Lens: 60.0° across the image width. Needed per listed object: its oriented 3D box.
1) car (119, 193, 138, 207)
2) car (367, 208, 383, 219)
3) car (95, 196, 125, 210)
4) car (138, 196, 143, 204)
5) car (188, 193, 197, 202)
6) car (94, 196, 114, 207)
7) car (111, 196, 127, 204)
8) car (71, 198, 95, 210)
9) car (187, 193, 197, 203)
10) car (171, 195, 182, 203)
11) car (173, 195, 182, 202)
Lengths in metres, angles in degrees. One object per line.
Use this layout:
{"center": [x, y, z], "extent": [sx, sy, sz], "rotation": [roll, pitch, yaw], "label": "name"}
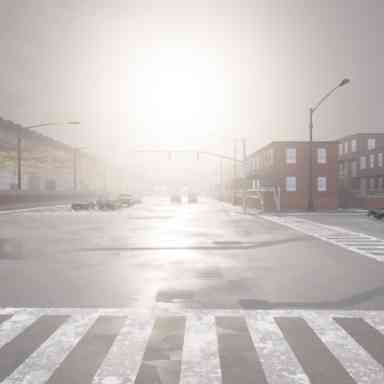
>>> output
{"center": [-10.541, 1.221, 52.825], "extent": [2.150, 2.045, 5.566], "rotation": [0, 0, 0], "label": "car"}
{"center": [17.061, 1.547, 26.642], "extent": [5.357, 1.411, 2.033], "rotation": [0, 0, 0], "label": "car"}
{"center": [-10.569, 1.601, 43.200], "extent": [1.895, 1.301, 4.718], "rotation": [0, 0, 3], "label": "car"}
{"center": [-10.496, 1.526, 62.620], "extent": [1.812, 1.442, 4.674], "rotation": [0, 0, 0], "label": "car"}
{"center": [0.078, 1.225, 80.265], "extent": [2.150, 2.045, 5.566], "rotation": [0, 0, 0], "label": "car"}
{"center": [-14.039, 1.478, 53.506], "extent": [1.882, 1.535, 5.008], "rotation": [0, 0, 0], "label": "car"}
{"center": [-13.979, 1.478, 63.969], "extent": [1.882, 1.535, 5.008], "rotation": [0, 0, 1], "label": "car"}
{"center": [-14.057, 1.547, 43.617], "extent": [2.033, 1.411, 5.357], "rotation": [0, 0, 0], "label": "car"}
{"center": [0.167, 1.547, 69.632], "extent": [2.033, 1.411, 5.357], "rotation": [0, 0, 0], "label": "car"}
{"center": [-3.364, 1.353, 70.202], "extent": [2.097, 1.767, 4.553], "rotation": [0, 0, 0], "label": "car"}
{"center": [-3.422, 1.478, 80.488], "extent": [1.882, 1.535, 5.008], "rotation": [0, 0, 0], "label": "car"}
